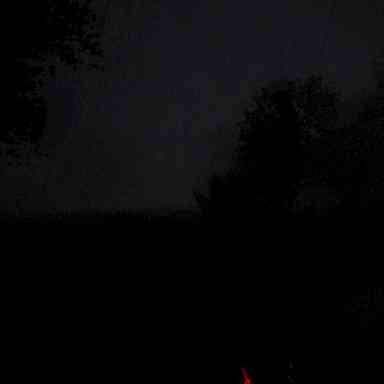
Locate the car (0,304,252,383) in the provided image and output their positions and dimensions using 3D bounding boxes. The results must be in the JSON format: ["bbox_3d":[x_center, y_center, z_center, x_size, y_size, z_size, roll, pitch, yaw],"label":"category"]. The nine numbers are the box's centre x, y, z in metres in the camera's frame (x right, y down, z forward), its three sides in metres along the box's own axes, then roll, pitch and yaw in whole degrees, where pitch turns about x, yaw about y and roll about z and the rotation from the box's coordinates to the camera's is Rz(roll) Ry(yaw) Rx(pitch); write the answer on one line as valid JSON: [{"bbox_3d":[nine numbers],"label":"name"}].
[{"bbox_3d":[-1.525,1.565,1.984,4.181,1.385,1.994,0,0,-36],"label":"car"}]
